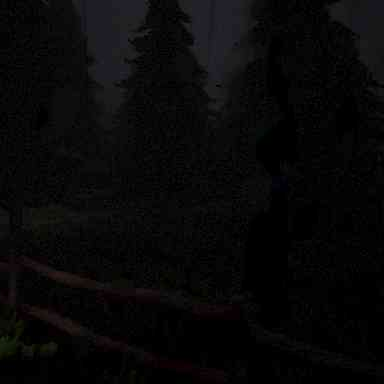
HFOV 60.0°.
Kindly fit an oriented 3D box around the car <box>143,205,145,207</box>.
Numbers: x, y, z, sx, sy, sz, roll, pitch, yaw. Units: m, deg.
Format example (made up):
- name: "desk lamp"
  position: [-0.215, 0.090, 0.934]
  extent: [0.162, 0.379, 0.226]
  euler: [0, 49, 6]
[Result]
- name: "car"
  position: [-7.867, 1.248, 35.565]
  extent: [5.566, 2.045, 2.150]
  euler: [0, 0, -24]
